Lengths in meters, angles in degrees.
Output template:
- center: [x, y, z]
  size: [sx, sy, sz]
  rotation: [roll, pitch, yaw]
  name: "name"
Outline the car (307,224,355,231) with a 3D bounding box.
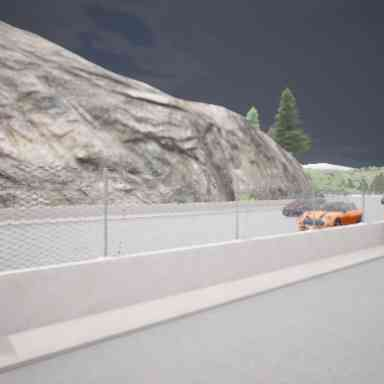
- center: [8.304, 1.376, 19.750]
  size: [4.553, 1.767, 2.097]
  rotation: [0, 0, -42]
  name: "car"
